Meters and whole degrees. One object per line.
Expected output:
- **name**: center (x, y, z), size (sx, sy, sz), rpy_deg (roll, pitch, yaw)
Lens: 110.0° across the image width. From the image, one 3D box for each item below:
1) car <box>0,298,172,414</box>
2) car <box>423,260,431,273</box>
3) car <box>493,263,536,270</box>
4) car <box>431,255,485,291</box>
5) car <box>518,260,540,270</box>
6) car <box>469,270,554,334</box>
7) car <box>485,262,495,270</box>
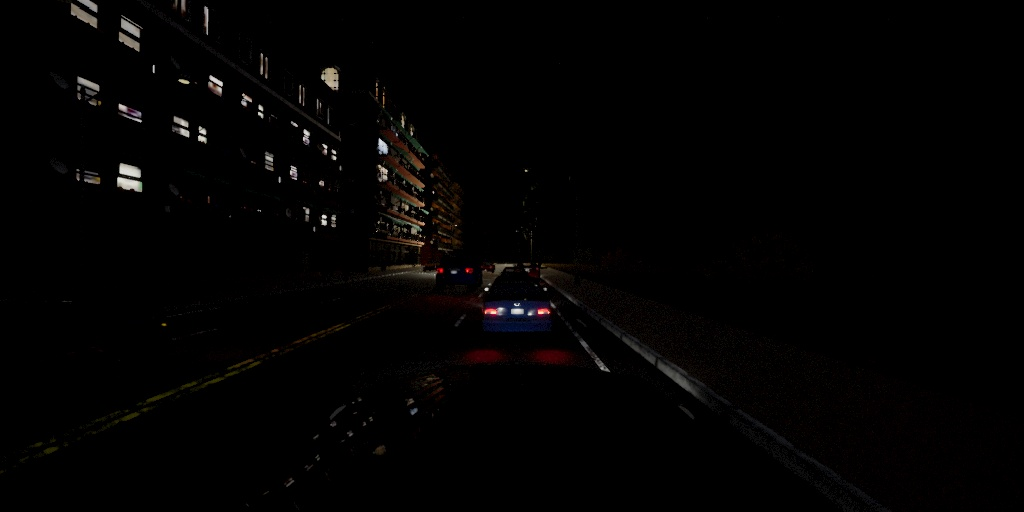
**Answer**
- **car**: center (-6.598, 1.276, 4.090), size (1.812, 1.442, 4.674), rpy_deg (0, 0, 0)
- **car**: center (-9.769, 1.231, 44.784), size (1.882, 1.535, 5.008), rpy_deg (0, 0, 0)
- **car**: center (0.129, 1.317, 20.922), size (1.994, 1.385, 4.181), rpy_deg (0, 0, 1)
- **car**: center (-3.113, 0.974, 21.914), size (2.150, 2.045, 5.566), rpy_deg (0, 0, 0)
- **car**: center (1.190, 1.105, 29.857), size (2.097, 1.767, 4.553), rpy_deg (0, 0, 0)
- **car**: center (0.118, 1.299, 10.589), size (2.033, 1.411, 5.357), rpy_deg (0, 0, 0)
- **car**: center (-3.070, 1.354, 44.119), size (1.895, 1.301, 4.718), rpy_deg (0, 0, 0)
